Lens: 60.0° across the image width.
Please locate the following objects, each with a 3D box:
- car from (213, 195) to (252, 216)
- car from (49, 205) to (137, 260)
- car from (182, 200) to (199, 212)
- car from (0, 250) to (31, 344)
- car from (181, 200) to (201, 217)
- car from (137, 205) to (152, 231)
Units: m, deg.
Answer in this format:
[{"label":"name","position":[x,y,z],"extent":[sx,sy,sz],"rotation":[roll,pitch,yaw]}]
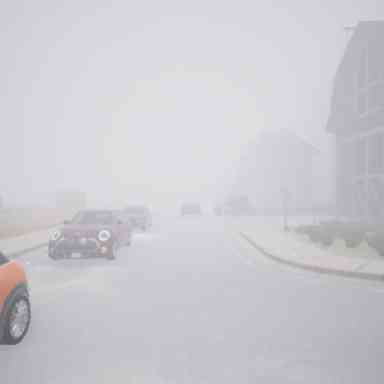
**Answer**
[{"label":"car","position":[4.005,1.312,32.970],"extent":[1.905,1.878,3.866],"rotation":[-7,3,-43]},{"label":"car","position":[-3.652,1.416,12.711],"extent":[2.097,1.767,4.553],"rotation":[0,0,0]},{"label":"car","position":[-0.168,1.764,44.351],"extent":[2.033,1.411,5.357],"rotation":[0,0,0]},{"label":"car","position":[-3.612,1.369,3.399],"extent":[2.097,1.767,4.553],"rotation":[0,0,0]},{"label":"car","position":[-0.108,1.615,32.795],"extent":[1.882,1.535,5.008],"rotation":[-1,-1,0]},{"label":"car","position":[-3.691,1.610,21.569],"extent":[1.837,1.490,4.892],"rotation":[0,0,0]}]
